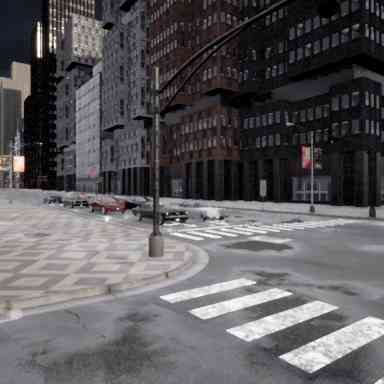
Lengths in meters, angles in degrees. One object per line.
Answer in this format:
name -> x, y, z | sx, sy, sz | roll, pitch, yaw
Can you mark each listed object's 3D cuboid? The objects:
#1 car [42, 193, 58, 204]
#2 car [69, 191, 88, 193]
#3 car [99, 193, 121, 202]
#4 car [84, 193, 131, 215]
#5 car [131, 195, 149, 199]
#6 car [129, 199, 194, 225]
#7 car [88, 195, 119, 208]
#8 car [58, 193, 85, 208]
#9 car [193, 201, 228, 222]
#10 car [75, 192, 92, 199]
car -> -19.336, 0.875, 46.087 | 2.033, 1.411, 5.357 | 0, 1, -35
car -> -16.491, 0.681, 47.691 | 2.097, 1.767, 4.553 | 0, 1, -36
car -> -13.633, 0.854, 55.127 | 1.895, 1.301, 4.718 | 0, 1, -36
car -> -7.638, 1.100, 29.753 | 1.882, 1.535, 5.008 | 0, 1, -36
car -> -5.043, 1.094, 31.714 | 1.882, 1.535, 5.008 | 0, 1, -36
car -> -2.156, 1.355, 22.133 | 1.895, 1.301, 4.718 | 0, 1, -36
car -> -10.533, 1.082, 39.352 | 1.895, 1.301, 4.718 | 0, 1, -36
car -> -13.114, 1.088, 37.377 | 1.895, 1.301, 4.718 | 0, 1, -36
car -> 0.441, 1.349, 24.089 | 1.895, 1.301, 4.718 | 0, 1, -36
car -> -21.820, 0.635, 66.506 | 1.895, 1.301, 4.718 | 0, 1, -36
